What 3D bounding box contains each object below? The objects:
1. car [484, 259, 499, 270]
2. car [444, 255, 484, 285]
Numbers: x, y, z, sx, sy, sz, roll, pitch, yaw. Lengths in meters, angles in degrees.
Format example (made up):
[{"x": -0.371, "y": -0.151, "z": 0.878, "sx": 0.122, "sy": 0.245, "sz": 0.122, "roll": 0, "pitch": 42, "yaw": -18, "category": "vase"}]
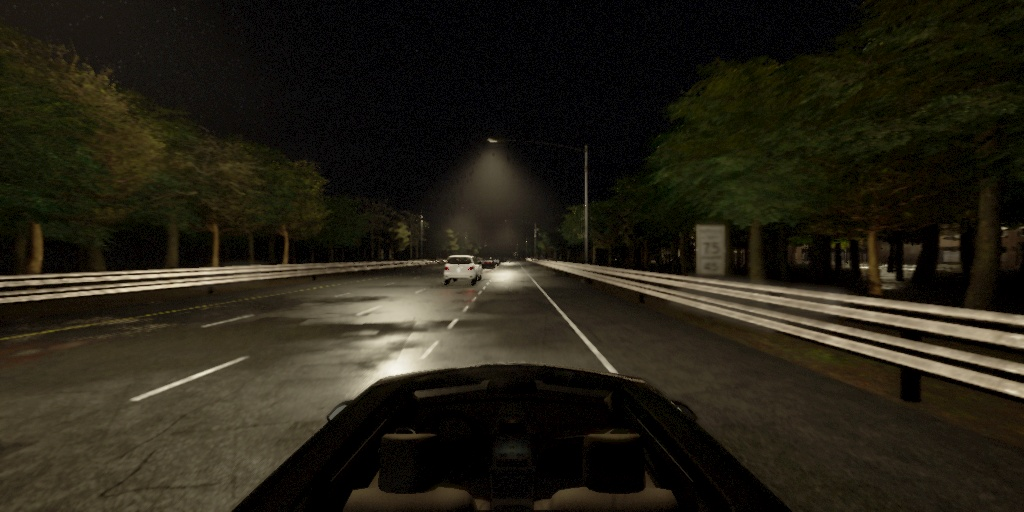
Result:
[{"x": -3.482, "y": 1.278, "z": 54.175, "sx": 2.128, "sy": 1.511, "sz": 4.902, "roll": 0, "pitch": 0, "yaw": 0, "category": "car"}, {"x": -3.499, "y": 0.980, "z": 26.153, "sx": 2.150, "sy": 2.045, "sz": 5.566, "roll": 0, "pitch": 0, "yaw": 0, "category": "car"}]
